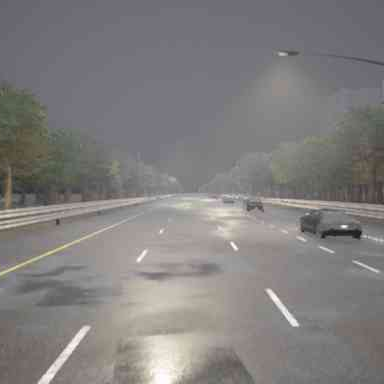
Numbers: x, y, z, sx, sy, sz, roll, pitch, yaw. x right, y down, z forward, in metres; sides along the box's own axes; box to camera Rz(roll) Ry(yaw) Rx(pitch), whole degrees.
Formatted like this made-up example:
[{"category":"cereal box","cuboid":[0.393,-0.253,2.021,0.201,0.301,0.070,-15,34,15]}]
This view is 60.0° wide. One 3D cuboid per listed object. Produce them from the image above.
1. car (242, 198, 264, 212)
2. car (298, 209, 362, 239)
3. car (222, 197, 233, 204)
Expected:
[{"category":"car","cuboid":[6.999,1.517,38.471,1.837,1.490,4.892,0,0,0]},{"category":"car","cuboid":[6.997,1.568,17.295,1.994,1.385,4.181,0,0,0]},{"category":"car","cuboid":[7.061,1.609,66.182,1.994,1.385,4.181,0,0,0]}]
